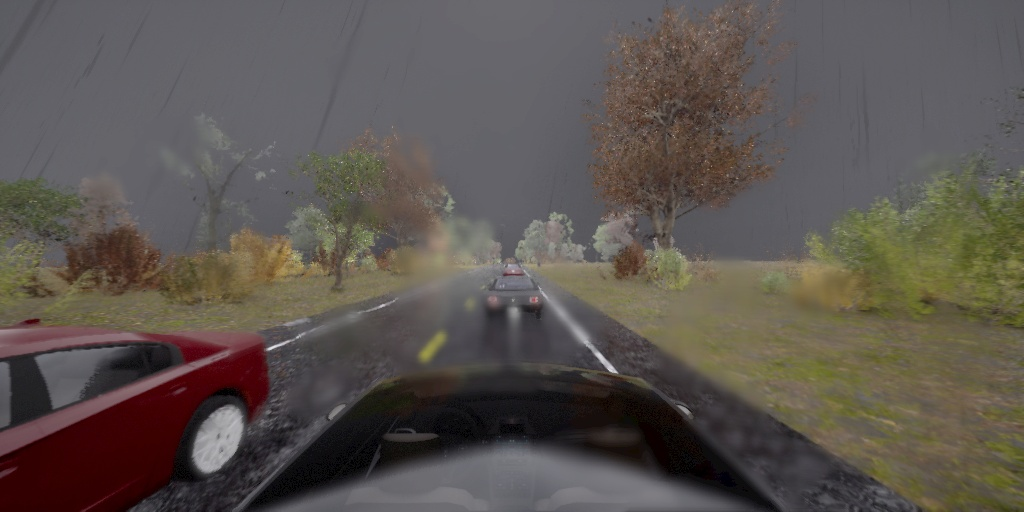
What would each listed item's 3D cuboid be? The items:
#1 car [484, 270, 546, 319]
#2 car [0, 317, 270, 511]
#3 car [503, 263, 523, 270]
[{"bbox_3d":[0.089,1.370,12.922,1.895,1.301,4.718,0,0,0],"label":"car"},{"bbox_3d":[-3.589,1.228,1.833,1.882,1.535,5.008,0,0,0],"label":"car"},{"bbox_3d":[0.101,1.404,35.413,1.994,1.385,4.181,0,0,0],"label":"car"}]
